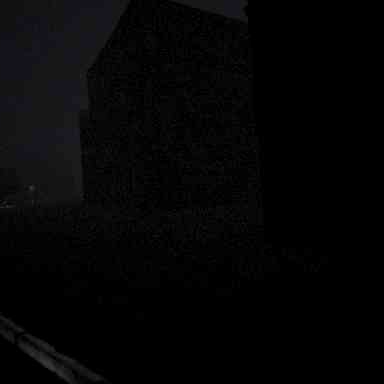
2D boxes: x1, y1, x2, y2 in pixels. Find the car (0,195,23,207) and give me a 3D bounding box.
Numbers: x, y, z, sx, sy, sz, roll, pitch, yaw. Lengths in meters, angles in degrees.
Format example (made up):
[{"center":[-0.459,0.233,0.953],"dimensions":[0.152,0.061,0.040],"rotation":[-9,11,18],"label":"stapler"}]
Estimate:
[{"center":[-28.411,1.356,52.202],"dimensions":[1.837,1.490,4.892],"rotation":[-5,3,0],"label":"car"}]
